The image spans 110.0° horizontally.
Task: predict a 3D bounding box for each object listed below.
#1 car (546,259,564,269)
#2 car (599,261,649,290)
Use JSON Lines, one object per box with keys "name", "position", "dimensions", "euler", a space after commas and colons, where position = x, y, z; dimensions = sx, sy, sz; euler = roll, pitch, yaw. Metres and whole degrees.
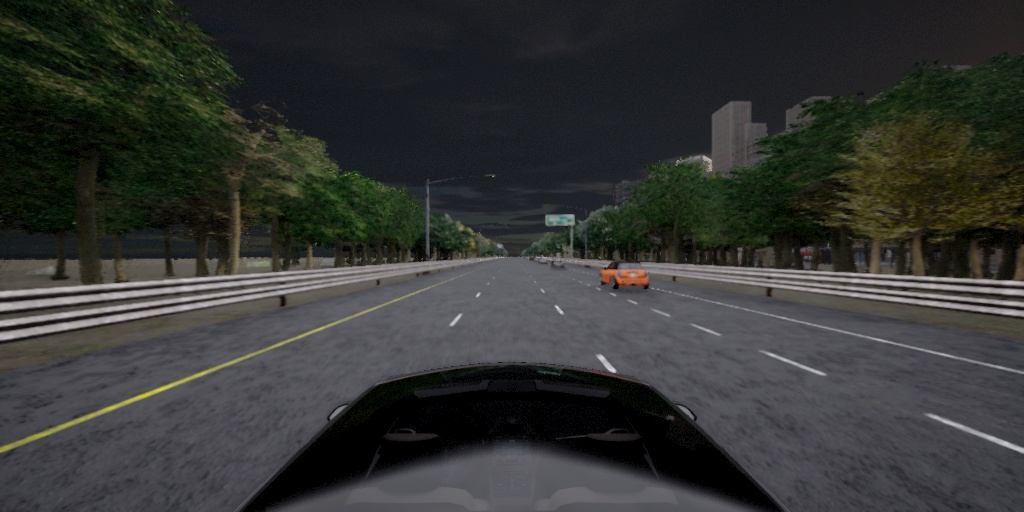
{"name": "car", "position": [7.161, 1.253, 57.043], "dimensions": [2.128, 1.511, 4.902], "euler": [0, 0, 0]}
{"name": "car", "position": [7.021, 1.109, 22.978], "dimensions": [2.097, 1.767, 4.553], "euler": [0, 0, 0]}
